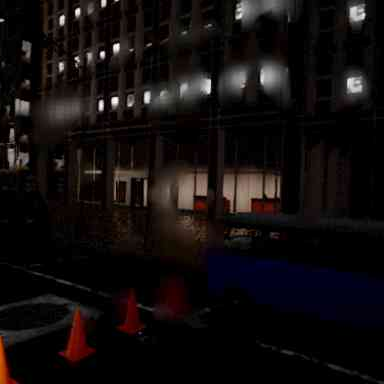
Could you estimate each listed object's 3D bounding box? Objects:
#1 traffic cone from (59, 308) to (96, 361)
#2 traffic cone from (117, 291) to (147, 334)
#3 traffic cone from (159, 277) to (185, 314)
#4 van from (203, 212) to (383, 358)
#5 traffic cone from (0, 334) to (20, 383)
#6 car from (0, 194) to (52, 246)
[{"bbox_3d":[-1.525,1.855,4.444,0.340,0.580,0.340,2,1,36],"label":"traffic cone"},{"bbox_3d":[-0.943,1.856,5.258,0.340,0.580,0.340,2,1,36],"label":"traffic cone"},{"bbox_3d":[-0.361,1.857,6.071,0.340,0.580,0.340,2,1,36],"label":"traffic cone"},{"bbox_3d":[2.117,1.311,5.474,3.998,1.788,1.690,2,2,36],"label":"van"},{"bbox_3d":[-2.106,1.853,3.631,0.340,0.580,0.340,2,1,36],"label":"traffic cone"},{"bbox_3d":[-7.125,0.964,12.084,5.009,1.841,2.192,2,2,36],"label":"car"}]
